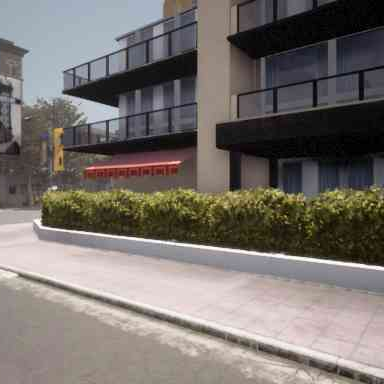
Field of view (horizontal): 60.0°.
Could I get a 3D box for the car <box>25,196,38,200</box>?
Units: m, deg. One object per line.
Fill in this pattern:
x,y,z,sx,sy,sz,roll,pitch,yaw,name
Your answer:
-34.532,1.480,68.325,4.892,1.521,2.231,0,0,37,car
